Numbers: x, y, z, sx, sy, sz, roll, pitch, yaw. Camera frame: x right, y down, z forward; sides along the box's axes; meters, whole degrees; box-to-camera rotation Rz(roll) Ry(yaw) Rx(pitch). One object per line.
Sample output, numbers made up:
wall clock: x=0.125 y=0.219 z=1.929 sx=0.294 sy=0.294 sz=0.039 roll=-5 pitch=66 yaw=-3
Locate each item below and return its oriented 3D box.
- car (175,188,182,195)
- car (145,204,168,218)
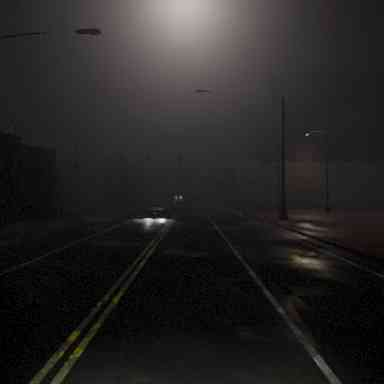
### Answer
car: x=-3.525 y=-0.171 z=88.030 sx=2.033 sy=1.411 sz=5.357 roll=0 pitch=10 yaw=0
car: x=-3.515 y=1.875 z=33.415 sx=1.994 sy=1.385 sz=4.181 roll=0 pitch=-1 yaw=0
